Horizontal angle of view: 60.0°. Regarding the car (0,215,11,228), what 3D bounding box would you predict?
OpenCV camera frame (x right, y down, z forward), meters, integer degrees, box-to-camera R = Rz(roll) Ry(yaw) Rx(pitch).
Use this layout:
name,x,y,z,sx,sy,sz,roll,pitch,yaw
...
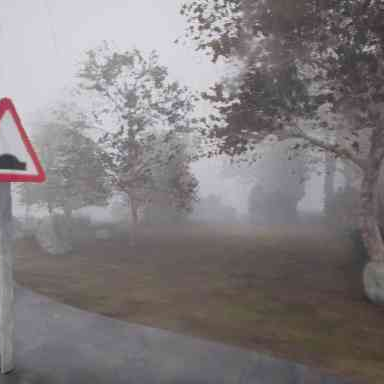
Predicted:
name,x,y,z,sx,sy,sz,roll,pitch,yaw
car,-24.663,3.778,42.257,1.882,1.535,5.008,-1,-3,-17

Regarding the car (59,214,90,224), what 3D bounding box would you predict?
name,x,y,z,sx,sy,sz,roll,pitch,yaw
car,-19.087,4.335,54.223,4.674,1.452,2.002,-1,-3,-17

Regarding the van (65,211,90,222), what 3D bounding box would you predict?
name,x,y,z,sx,sy,sz,roll,pitch,yaw
van,-21.365,4.540,62.169,4.442,1.987,1.878,-1,-3,-17

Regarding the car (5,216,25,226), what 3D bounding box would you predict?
name,x,y,z,sx,sy,sz,roll,pitch,yaw
car,-27.672,4.504,52.250,1.994,1.385,4.181,-1,-3,-17

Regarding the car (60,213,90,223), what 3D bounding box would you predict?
name,x,y,z,sx,sy,sz,roll,pitch,yaw
car,-19.912,4.487,56.851,4.792,1.488,2.163,-1,-3,-17

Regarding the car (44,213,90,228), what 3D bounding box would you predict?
name,x,y,z,sx,sy,sz,roll,pitch,yaw
car,-14.326,3.259,38.431,4.892,1.521,2.231,-1,-4,-17

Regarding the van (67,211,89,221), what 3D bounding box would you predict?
name,x,y,z,sx,sy,sz,roll,pitch,yaw
van,-23.971,4.979,70.008,4.442,1.987,1.878,-1,-3,-17

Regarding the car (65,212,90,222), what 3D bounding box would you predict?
name,x,y,z,sx,sy,sz,roll,pitch,yaw
car,-22.335,4.799,64.879,4.553,1.767,2.185,-1,-3,-17

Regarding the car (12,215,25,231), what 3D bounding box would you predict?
name,x,y,z,sx,sy,sz,roll,pitch,yaw
car,-18.421,3.054,33.201,1.882,1.535,5.008,-1,-4,-17

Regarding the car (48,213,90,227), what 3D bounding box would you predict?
name,x,y,z,sx,sy,sz,roll,pitch,yaw
car,-15.094,3.470,41.064,4.792,1.488,2.163,-1,-3,-17

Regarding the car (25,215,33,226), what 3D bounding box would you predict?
name,x,y,z,sx,sy,sz,roll,pitch,yaw
car,-21.906,3.839,44.392,2.128,1.511,4.902,-1,-3,-17

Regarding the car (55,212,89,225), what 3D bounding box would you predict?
name,x,y,z,sx,sy,sz,roll,pitch,yaw
car,-17.535,3.841,48.951,4.553,1.767,2.185,-1,-3,-17

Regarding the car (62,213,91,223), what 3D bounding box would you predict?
name,x,y,z,sx,sy,sz,roll,pitch,yaw
car,-20.648,4.641,59.499,4.792,1.488,2.163,-1,-3,-17

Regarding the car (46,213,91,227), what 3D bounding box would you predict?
name,x,y,z,sx,sy,sz,roll,pitch,yaw
car,-16.095,3.617,43.641,5.366,1.575,1.946,-1,-3,-17

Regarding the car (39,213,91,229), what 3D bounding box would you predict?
name,x,y,z,sx,sy,sz,roll,pitch,yaw
car,-13.545,3.074,35.797,5.008,1.535,2.097,-1,-4,-17

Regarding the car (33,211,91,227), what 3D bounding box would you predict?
name,x,y,z,sx,sy,sz,roll,pitch,yaw
car,-12.753,2.889,33.165,4.892,1.521,2.231,-1,-4,-17

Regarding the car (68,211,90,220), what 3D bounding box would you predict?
name,x,y,z,sx,sy,sz,roll,pitch,yaw
car,-24.621,5.212,72.678,4.553,1.767,2.185,-1,-2,-17
